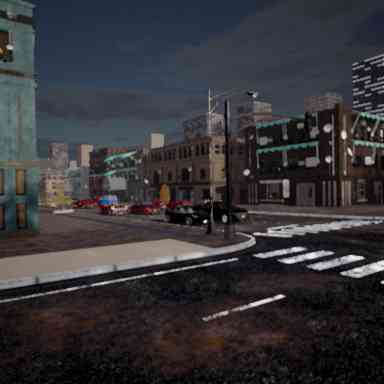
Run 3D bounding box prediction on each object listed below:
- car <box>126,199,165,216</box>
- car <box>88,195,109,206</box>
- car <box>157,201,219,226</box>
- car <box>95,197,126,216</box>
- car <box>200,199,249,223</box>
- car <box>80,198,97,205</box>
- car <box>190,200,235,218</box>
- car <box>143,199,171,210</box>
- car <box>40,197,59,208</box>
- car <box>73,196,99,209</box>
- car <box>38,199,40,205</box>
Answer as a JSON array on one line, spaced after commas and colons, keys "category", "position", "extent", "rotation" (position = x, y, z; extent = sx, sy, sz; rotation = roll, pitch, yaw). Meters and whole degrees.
[{"category": "car", "position": [-4.852, 1.667, 34.795], "extent": [1.994, 1.385, 4.181], "rotation": [-2, 0, -36]}, {"category": "car", "position": [-17.631, 1.601, 62.601], "extent": [2.192, 1.841, 5.009], "rotation": [-3, 1, -36]}, {"category": "car", "position": [-0.374, 1.606, 23.853], "extent": [1.947, 1.339, 4.313], "rotation": [-3, 1, -36]}, {"category": "car", "position": [-8.349, 1.637, 35.212], "extent": [1.967, 1.590, 4.097], "rotation": [-3, 1, -36]}, {"category": "car", "position": [2.099, 1.443, 25.066], "extent": [1.882, 1.535, 5.008], "rotation": [-2, 0, -36]}, {"category": "car", "position": [-20.841, 1.890, 67.106], "extent": [1.887, 1.381, 4.507], "rotation": [-3, 1, -36]}, {"category": "car", "position": [1.804, 1.505, 30.943], "extent": [1.994, 1.385, 4.181], "rotation": [-2, 0, -35]}, {"category": "car", "position": [-4.747, 1.626, 44.591], "extent": [1.802, 1.307, 4.206], "rotation": [-3, 1, -36]}, {"category": "car", "position": [-24.339, 2.025, 57.591], "extent": [1.752, 1.417, 4.829], "rotation": [-3, 1, -36]}, {"category": "car", "position": [-16.096, 1.796, 50.650], "extent": [1.882, 1.535, 5.008], "rotation": [-2, 0, -35]}, {"category": "car", "position": [-30.874, 2.169, 66.736], "extent": [2.008, 1.369, 4.403], "rotation": [-3, 1, -36]}]
